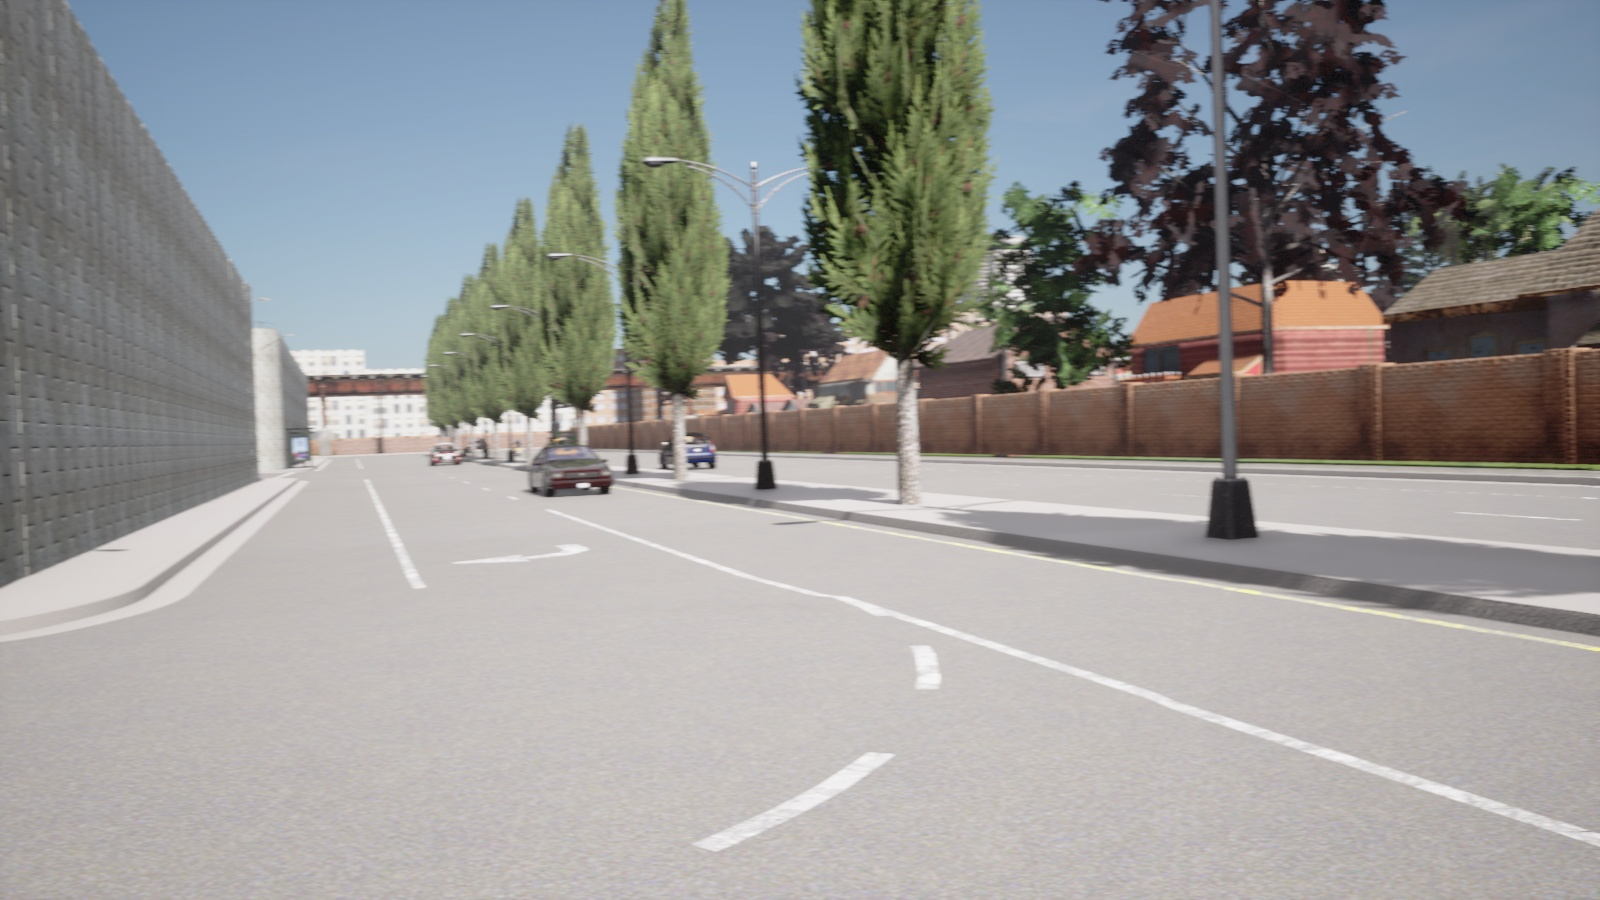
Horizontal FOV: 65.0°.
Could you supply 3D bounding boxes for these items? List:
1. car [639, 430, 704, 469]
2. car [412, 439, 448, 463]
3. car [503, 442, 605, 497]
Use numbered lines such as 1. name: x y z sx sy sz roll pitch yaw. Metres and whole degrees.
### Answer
1. car: -5.678 -0.039 55.256 1.851 1.617 3.988 -2 1 -20
2. car: -24.468 0.066 82.952 1.970 1.475 3.806 -2 1 -20
3. car: -7.223 0.511 36.433 2.033 1.411 5.357 -2 1 -20
